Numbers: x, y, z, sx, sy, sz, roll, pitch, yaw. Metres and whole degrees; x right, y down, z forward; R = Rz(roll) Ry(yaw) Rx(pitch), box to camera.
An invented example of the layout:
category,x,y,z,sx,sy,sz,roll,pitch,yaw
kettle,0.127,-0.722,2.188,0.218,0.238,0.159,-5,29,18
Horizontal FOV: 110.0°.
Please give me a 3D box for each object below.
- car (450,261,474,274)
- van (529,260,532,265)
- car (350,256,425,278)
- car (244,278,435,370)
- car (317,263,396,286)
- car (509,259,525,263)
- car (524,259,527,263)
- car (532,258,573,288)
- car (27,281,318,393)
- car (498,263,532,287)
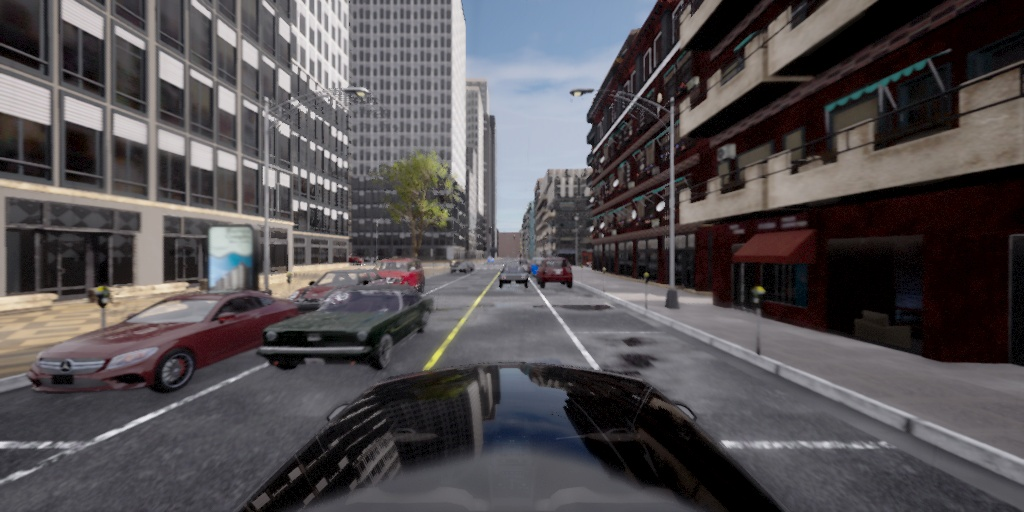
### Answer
category,x,y,z,sx,sy,sz,roll,pitch,yaw
car,-5.692,1.273,39.946,1.948,1.339,4.313,0,0,0
van,2.689,1.053,34.397,1.690,1.789,3.998,0,0,0
car,-5.691,1.045,17.742,2.192,1.841,5.009,0,0,0
car,-3.099,1.343,7.834,1.895,1.301,4.718,0,0,0
car,-5.691,1.177,12.192,1.967,1.591,4.097,0,0,0
car,0.092,1.309,38.077,1.895,1.301,4.718,0,0,0
car,2.688,1.146,39.947,1.967,1.591,4.097,0,0,0
car,2.689,1.038,23.295,2.192,1.841,5.009,0,0,0
car,-5.691,1.326,6.641,1.802,1.307,4.207,0,0,0
car,0.095,1.324,24.007,1.895,1.301,4.718,0,0,0
